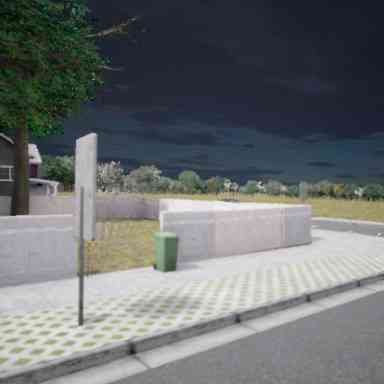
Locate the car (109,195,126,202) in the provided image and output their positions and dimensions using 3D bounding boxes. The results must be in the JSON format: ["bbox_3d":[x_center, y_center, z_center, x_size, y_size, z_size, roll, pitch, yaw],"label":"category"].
[{"bbox_3d":[-11.712,1.112,52.659,2.033,1.411,5.357,1,0,-36],"label":"car"}]

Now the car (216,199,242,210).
[{"bbox_3d":[3.125,1.406,32.132,1.837,1.490,4.892,1,0,-36],"label":"car"}]
